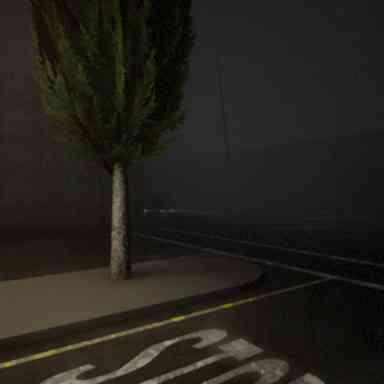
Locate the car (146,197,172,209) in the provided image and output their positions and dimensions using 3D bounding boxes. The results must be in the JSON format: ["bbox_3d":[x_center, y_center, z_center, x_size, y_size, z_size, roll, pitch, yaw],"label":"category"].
[{"bbox_3d":[-4.441,1.473,44.359,2.128,1.511,4.902,0,0,-35],"label":"car"}]
